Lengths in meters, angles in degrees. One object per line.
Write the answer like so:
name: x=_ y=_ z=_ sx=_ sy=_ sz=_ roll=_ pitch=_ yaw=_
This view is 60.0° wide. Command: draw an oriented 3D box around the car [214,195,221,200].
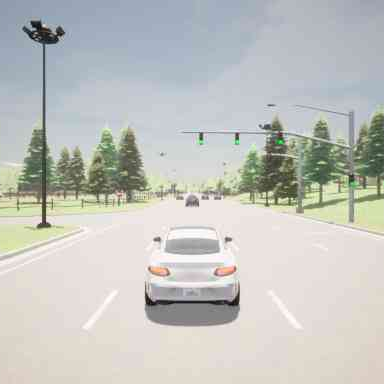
car: x=7.144 y=1.525 z=93.234 sx=2.128 sy=1.511 sz=4.902 roll=0 pitch=0 yaw=0

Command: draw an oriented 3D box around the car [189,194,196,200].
car: x=0.144 y=1.332 z=92.832 sx=1.837 sy=1.490 sz=4.892 roll=0 pitch=0 yaw=0

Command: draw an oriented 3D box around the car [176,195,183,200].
car: x=-3.356 y=1.553 z=93.217 sx=1.994 sy=1.385 sz=4.181 roll=0 pitch=0 yaw=0

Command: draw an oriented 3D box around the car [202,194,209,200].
car: x=3.644 y=1.355 z=93.209 sx=2.097 sy=1.767 sz=4.553 roll=0 pitch=0 yaw=0

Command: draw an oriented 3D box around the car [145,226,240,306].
car: x=0.018 y=1.526 z=7.895 sx=1.812 sy=1.442 sz=4.674 roll=0 pitch=0 yaw=0

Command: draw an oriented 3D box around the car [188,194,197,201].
car: x=0.128 y=1.348 z=82.798 sx=2.097 sy=1.767 sz=4.553 roll=0 pitch=0 yaw=0

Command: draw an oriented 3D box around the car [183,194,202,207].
car: x=0.080 y=1.352 z=51.769 sx=2.097 sy=1.767 sz=4.553 roll=0 pitch=0 yaw=0
